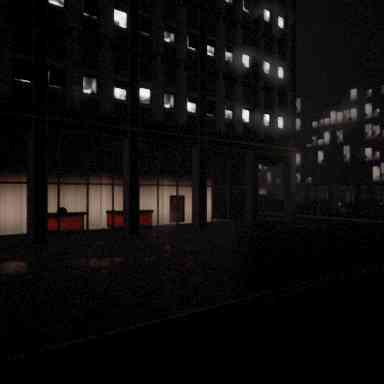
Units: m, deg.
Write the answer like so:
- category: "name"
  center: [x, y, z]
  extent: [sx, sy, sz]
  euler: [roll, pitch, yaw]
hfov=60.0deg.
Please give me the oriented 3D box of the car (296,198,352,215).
- category: "car"
  center: [12.008, 1.407, 31.351]
  extent: [1.752, 1.417, 4.829]
  euler: [1, 0, -36]

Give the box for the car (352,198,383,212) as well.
- category: "car"
  center: [18.858, 1.349, 36.620]
  extent: [1.967, 1.590, 4.097]
  euler: [1, 0, -36]

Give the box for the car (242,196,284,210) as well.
- category: "car"
  center: [8.565, 1.312, 40.589]
  extent: [1.882, 1.535, 5.008]
  euler: [0, 0, -36]

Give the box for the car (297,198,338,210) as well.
- category: "car"
  center: [15.459, 1.427, 41.170]
  extent: [2.008, 1.369, 4.403]
  euler: [1, 0, -36]

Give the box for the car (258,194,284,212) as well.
- category: "car"
  center: [8.560, 1.162, 36.074]
  extent: [2.192, 1.841, 5.009]
  euler: [1, 0, -36]
